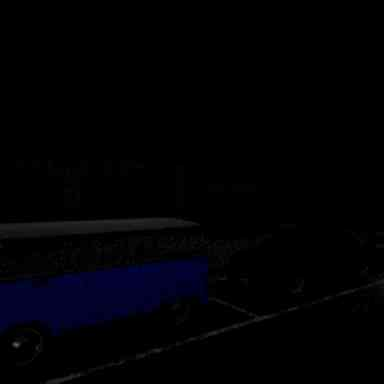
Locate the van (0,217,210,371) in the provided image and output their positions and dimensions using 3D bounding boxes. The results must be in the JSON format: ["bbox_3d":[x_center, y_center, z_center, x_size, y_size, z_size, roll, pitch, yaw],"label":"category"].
[{"bbox_3d":[-1.592,1.348,5.396,3.998,1.788,1.690,0,0,-35],"label":"van"}]

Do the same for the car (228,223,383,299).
[{"bbox_3d":[2.912,1.597,8.553,4.313,1.339,1.947,0,0,-35],"label":"car"}]
